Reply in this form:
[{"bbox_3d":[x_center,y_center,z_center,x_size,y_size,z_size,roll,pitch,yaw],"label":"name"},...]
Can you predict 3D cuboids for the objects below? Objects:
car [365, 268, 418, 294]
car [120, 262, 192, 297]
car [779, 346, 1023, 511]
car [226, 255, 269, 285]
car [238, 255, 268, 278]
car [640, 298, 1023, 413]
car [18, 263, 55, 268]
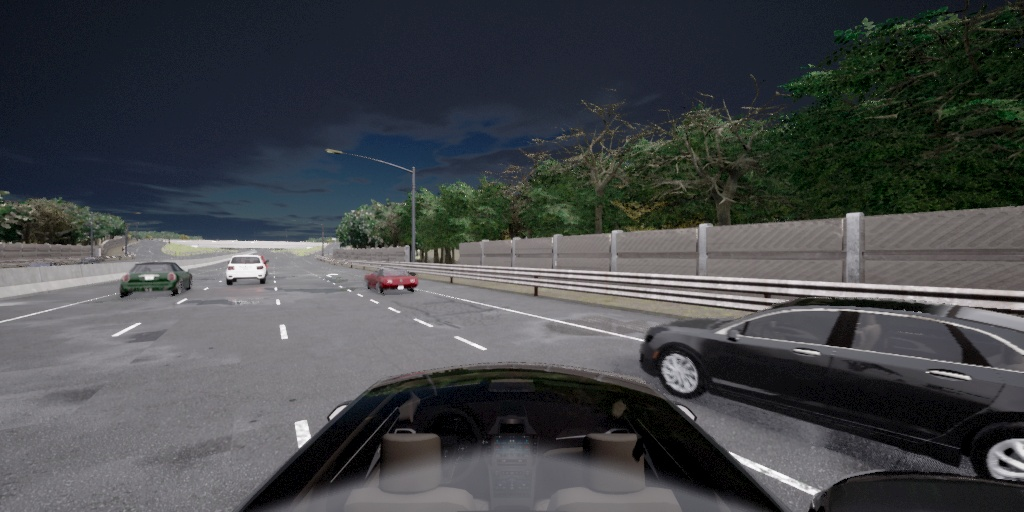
[{"bbox_3d":[-7.029,1.345,20.494,1.895,1.301,4.718,0,0,-34],"label":"car"},{"bbox_3d":[-18.763,1.091,19.131,2.097,1.767,4.553,0,0,-34],"label":"car"},{"bbox_3d":[2.986,1.315,0.409,4.181,1.385,1.994,0,0,34],"label":"car"},{"bbox_3d":[-19.273,0.956,26.158,2.150,2.045,5.566,0,0,-34],"label":"car"},{"bbox_3d":[-25.266,0.945,35.116,2.150,2.045,5.566,0,0,-34],"label":"car"},{"bbox_3d":[3.920,1.253,4.313,1.837,1.490,4.892,0,-1,-34],"label":"car"},{"bbox_3d":[-38.339,1.283,29.122,1.994,1.385,4.181,0,0,-34],"label":"car"}]
